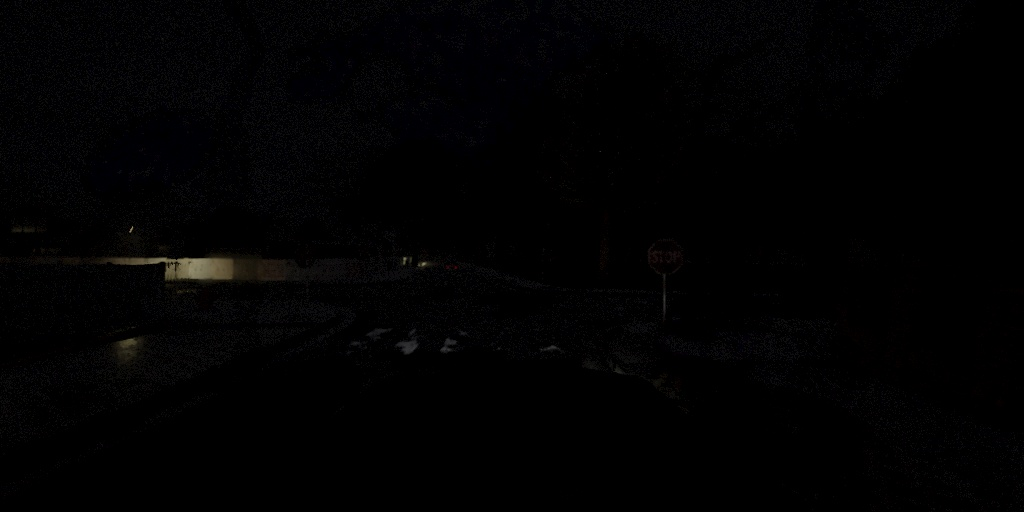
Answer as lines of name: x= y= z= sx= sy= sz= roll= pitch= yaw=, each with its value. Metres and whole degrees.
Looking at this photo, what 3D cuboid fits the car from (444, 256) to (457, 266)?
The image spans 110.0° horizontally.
car: x=-10.514 y=0.995 z=62.443 sx=1.812 sy=1.442 sz=4.674 roll=0 pitch=0 yaw=-12
